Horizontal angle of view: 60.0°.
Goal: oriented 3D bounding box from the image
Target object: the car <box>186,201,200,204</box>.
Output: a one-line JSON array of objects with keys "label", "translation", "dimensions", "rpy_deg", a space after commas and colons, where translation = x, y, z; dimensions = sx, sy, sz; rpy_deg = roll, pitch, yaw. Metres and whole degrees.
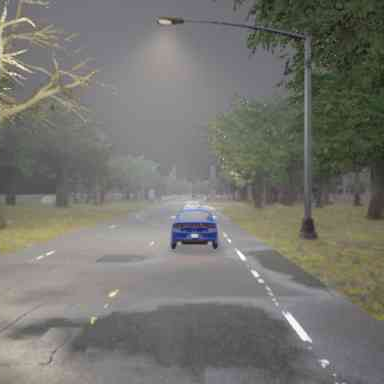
[{"label": "car", "translation": [0.097, 1.621, 33.195], "dimensions": [1.812, 1.442, 4.674], "rpy_deg": [0, 0, 0]}]

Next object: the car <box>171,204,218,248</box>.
[{"label": "car", "translation": [0.098, 1.500, 14.997], "dimensions": [1.882, 1.535, 5.008], "rpy_deg": [0, 0, 0]}]
